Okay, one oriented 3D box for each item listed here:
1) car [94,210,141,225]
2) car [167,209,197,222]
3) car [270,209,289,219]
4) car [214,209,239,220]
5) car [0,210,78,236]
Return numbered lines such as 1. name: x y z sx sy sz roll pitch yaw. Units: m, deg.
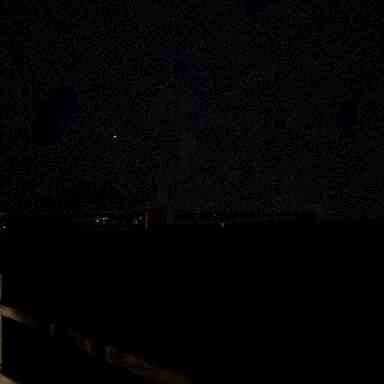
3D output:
1. car: -6.993 2.418 31.631 2.128 1.511 4.902 0 -2 35
2. car: -1.036 2.836 39.953 2.128 1.511 4.902 0 -2 36
3. car: 15.033 3.690 57.373 2.097 1.767 4.553 0 -2 36
4. car: 5.046 3.286 48.403 1.837 1.490 4.892 0 -3 36
5. car: -10.007 2.045 22.341 2.128 1.511 4.902 0 -2 36
